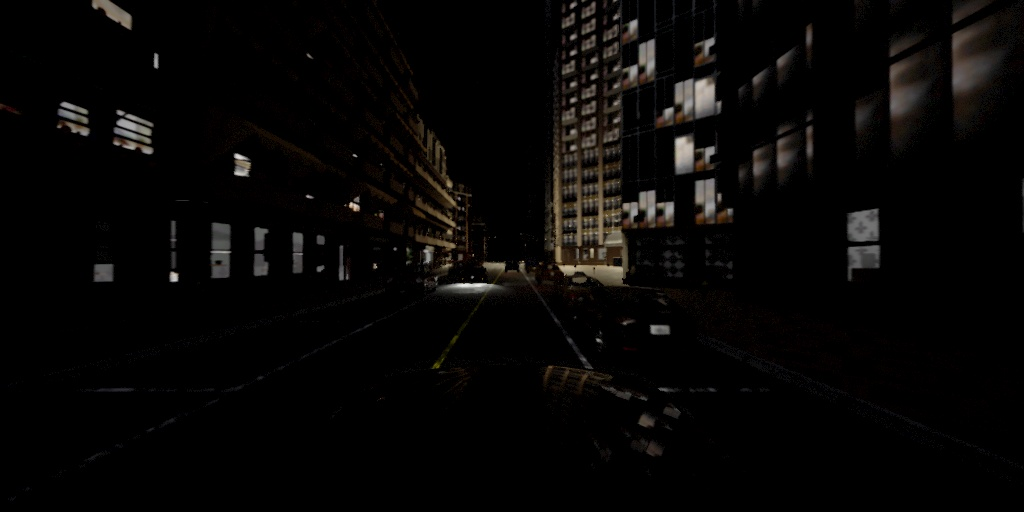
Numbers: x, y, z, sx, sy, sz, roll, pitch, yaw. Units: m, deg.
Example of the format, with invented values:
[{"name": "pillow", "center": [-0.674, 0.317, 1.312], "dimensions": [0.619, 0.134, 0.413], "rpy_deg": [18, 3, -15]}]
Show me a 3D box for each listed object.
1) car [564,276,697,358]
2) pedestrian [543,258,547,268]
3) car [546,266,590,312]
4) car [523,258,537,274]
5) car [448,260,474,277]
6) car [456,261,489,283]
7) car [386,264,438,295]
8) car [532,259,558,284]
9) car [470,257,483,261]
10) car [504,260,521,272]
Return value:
[{"name": "car", "center": [2.567, 1.317, 8.301], "dimensions": [1.948, 1.339, 4.313], "rpy_deg": [0, 0, 0]}, {"name": "pedestrian", "center": [2.754, 1.063, 30.174], "dimensions": [0.375, 1.860, 0.375], "rpy_deg": [0, 0, 0]}, {"name": "car", "center": [2.567, 1.281, 14.007], "dimensions": [1.751, 1.417, 4.829], "rpy_deg": [0, 0, 0]}, {"name": "car", "center": [2.571, 1.308, 41.687], "dimensions": [1.751, 1.417, 4.829], "rpy_deg": [0, 0, 0]}, {"name": "car", "center": [-5.310, 1.326, 35.975], "dimensions": [2.007, 1.370, 4.403], "rpy_deg": [0, 0, 0]}, {"name": "car", "center": [-2.841, 1.330, 27.742], "dimensions": [1.994, 1.385, 4.181], "rpy_deg": [0, 0, 0]}, {"name": "car", "center": [-5.312, 1.199, 19.366], "dimensions": [1.967, 1.591, 4.097], "rpy_deg": [0, 0, 0]}, {"name": "car", "center": [2.753, 1.222, 27.174], "dimensions": [1.801, 1.575, 5.366], "rpy_deg": [0, 0, 0]}, {"name": "car", "center": [-5.309, 1.232, 47.046], "dimensions": [1.967, 1.591, 4.097], "rpy_deg": [0, 0, 0]}, {"name": "car", "center": [0.046, 1.281, 45.646], "dimensions": [2.128, 1.511, 4.902], "rpy_deg": [0, 0, 0]}]
